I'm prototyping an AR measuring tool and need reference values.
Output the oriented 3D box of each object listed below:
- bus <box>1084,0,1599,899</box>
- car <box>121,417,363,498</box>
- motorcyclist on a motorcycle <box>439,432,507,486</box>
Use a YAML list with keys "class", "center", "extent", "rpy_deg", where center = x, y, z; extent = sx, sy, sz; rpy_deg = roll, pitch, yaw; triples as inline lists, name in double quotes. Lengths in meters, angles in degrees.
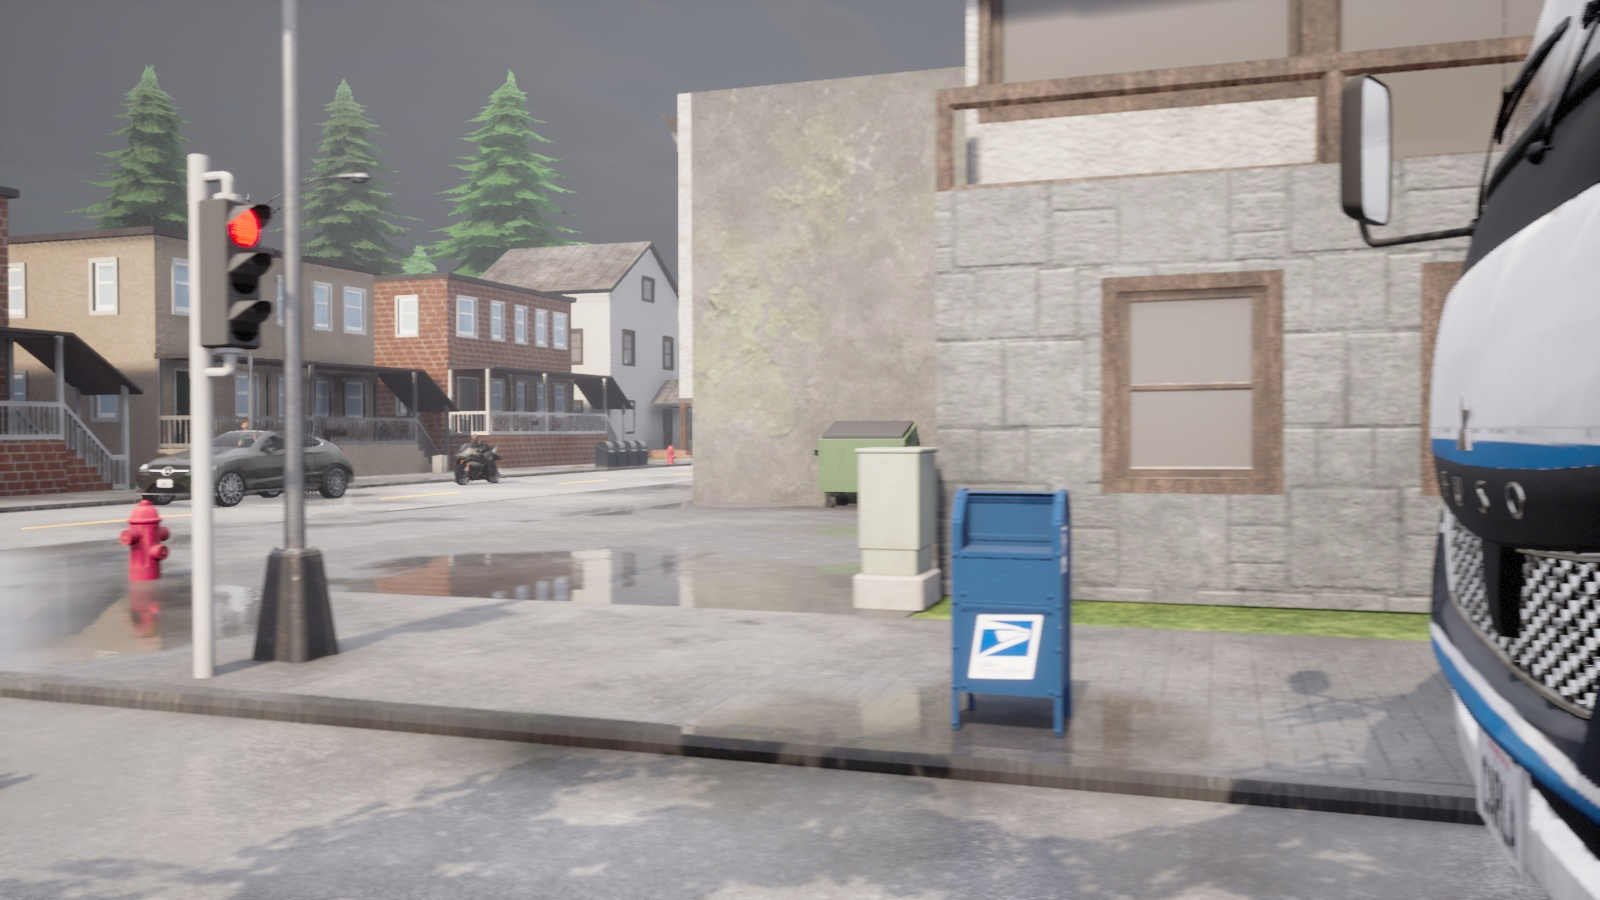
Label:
- class: "bus"
  center: [5.864, -0.556, 1.720]
  extent: [10.273, 4.253, 3.944]
  rpy_deg: [1, 1, 19]
- class: "car"
  center: [-12.374, 0.106, 28.285]
  extent: [2.152, 1.651, 5.027]
  rpy_deg: [1, 1, 19]
- class: "motorcyclist on a motorcycle"
  center: [-9.537, 0.238, 36.695]
  extent: [0.866, 1.530, 2.191]
  rpy_deg: [1, 1, 19]
